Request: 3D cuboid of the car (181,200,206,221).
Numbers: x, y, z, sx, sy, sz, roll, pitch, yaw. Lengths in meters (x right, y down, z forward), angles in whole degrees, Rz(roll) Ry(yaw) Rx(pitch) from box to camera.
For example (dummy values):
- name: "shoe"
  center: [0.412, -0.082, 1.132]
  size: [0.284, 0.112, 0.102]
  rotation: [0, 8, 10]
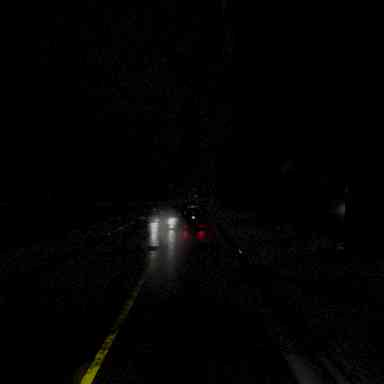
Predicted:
- name: "car"
  center: [0.090, 1.610, 27.135]
  size: [1.895, 1.301, 4.718]
  rotation: [0, 0, -1]

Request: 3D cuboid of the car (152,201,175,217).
- name: "car"
  center: [-2.597, 1.540, 31.304]
  size: [1.812, 1.442, 4.674]
  rotation: [0, 0, 0]

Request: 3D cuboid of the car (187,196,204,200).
- name: "car"
  center: [0.083, 1.521, 41.388]
  size: [2.128, 1.511, 4.902]
  rotation: [0, 0, 0]
